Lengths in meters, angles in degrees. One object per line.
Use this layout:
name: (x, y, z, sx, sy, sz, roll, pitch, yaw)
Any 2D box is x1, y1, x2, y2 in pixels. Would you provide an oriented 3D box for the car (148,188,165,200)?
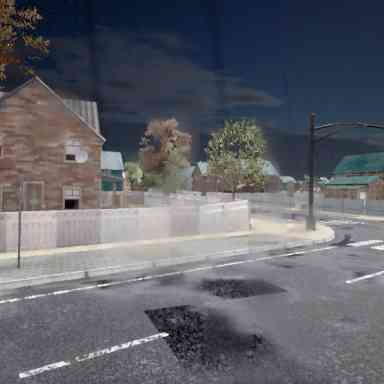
car: (-6.665, 0.336, 61.598, 2.150, 2.045, 5.566, 1, 0, -21)
